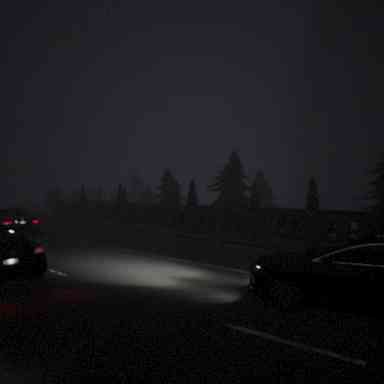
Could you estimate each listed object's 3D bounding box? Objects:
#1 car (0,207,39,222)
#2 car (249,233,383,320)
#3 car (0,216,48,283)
[{"bbox_3d":[-9.961,1.540,18.203,2.033,1.411,5.357,0,0,-41],"label":"car"},{"bbox_3d":[3.433,1.511,5.977,4.902,1.511,2.128,0,0,36],"label":"car"},{"bbox_3d":[-5.627,1.559,8.939,4.181,1.385,1.994,0,0,42],"label":"car"}]
